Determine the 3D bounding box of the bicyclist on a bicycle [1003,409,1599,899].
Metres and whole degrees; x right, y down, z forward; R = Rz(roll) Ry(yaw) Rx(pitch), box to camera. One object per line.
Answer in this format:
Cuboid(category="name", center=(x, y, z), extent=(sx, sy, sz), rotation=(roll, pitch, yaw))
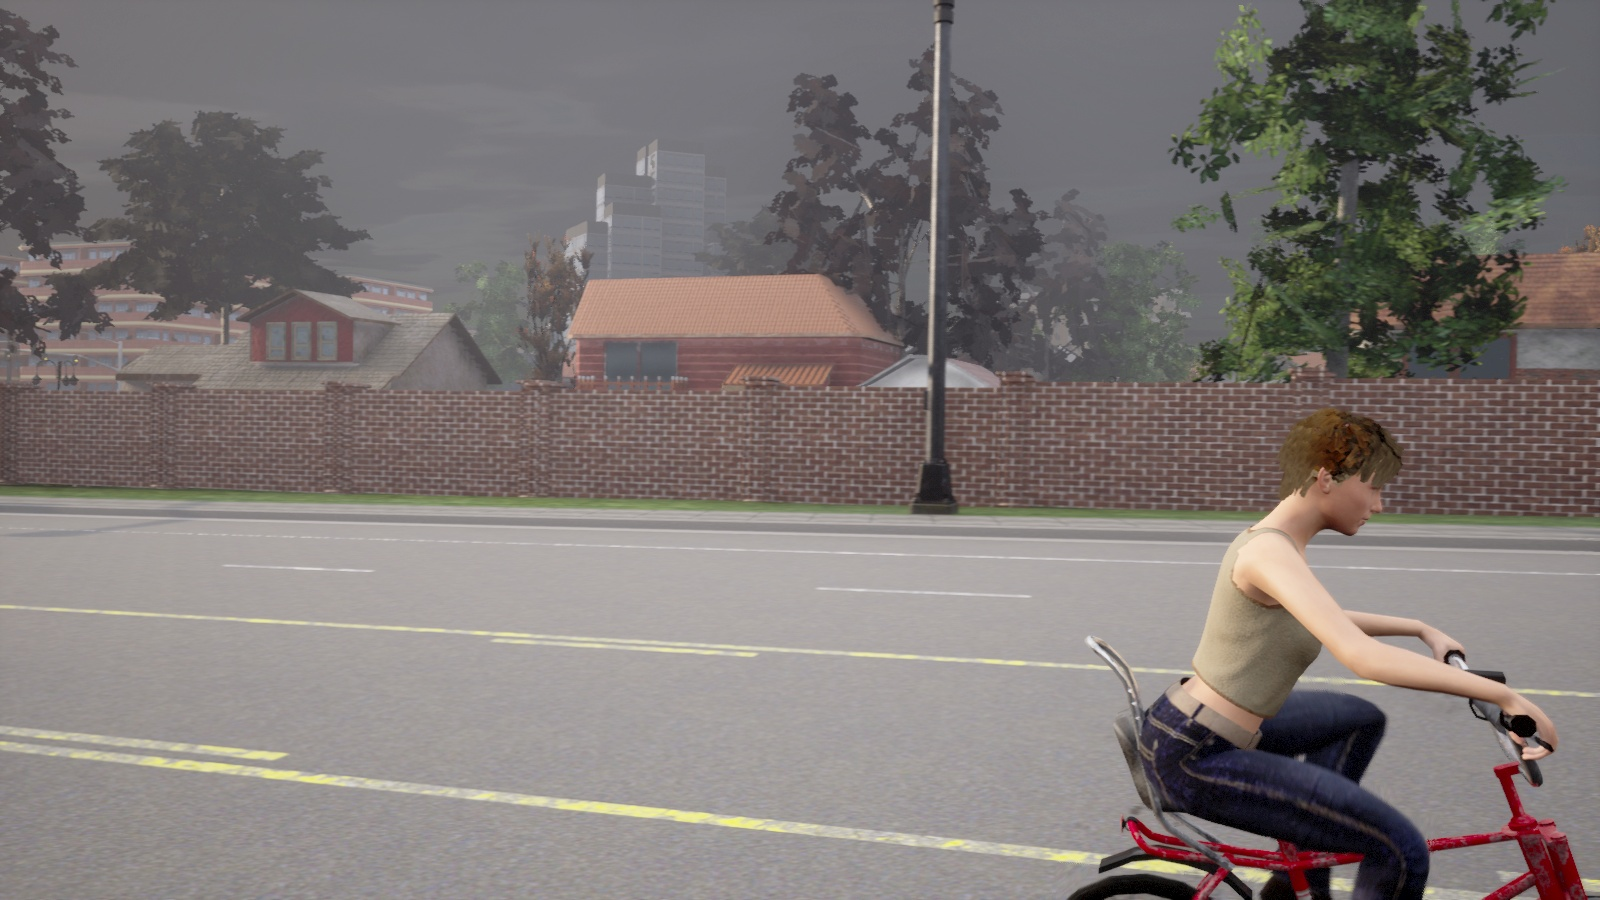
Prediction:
Cuboid(category="bicyclist on a bicycle", center=(1.272, 0.724, 2.761), extent=(1.509, 1.612, 0.866), rotation=(1, 1, 18))
